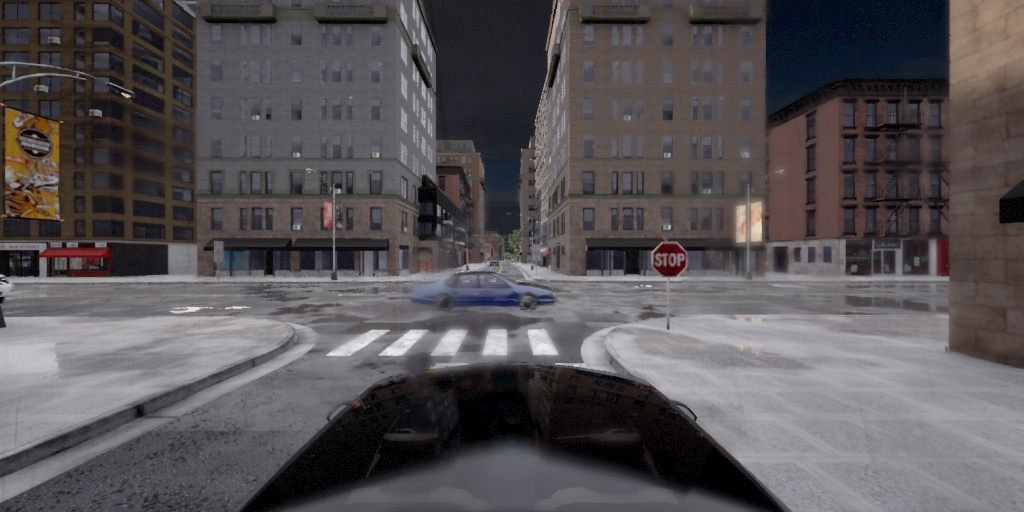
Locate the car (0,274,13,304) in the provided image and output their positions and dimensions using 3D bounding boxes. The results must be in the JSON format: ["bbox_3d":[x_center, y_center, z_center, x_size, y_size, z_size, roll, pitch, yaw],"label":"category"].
[{"bbox_3d":[-22.613,0.981,13.423,5.566,2.045,2.150,0,0,-1],"label":"car"}]

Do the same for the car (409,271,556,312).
[{"bbox_3d":[-1.078,1.295,13.632,5.357,1.411,2.033,0,0,-1],"label":"car"}]
